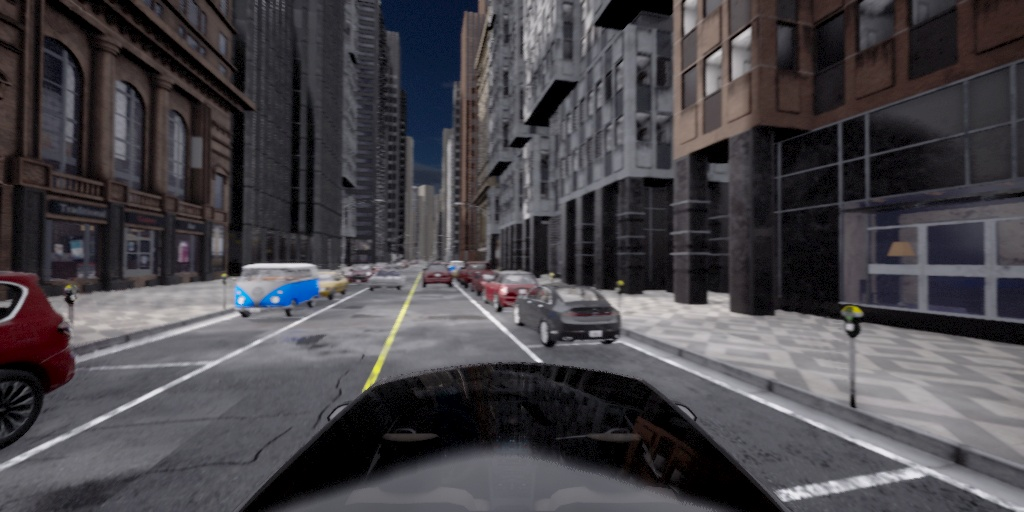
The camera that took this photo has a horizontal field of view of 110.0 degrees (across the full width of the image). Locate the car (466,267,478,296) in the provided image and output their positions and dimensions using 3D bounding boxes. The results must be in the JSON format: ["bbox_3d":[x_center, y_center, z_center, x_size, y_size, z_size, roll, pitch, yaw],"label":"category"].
[{"bbox_3d":[-1.343,1.520,20.443,1.802,1.307,4.207,0,0,-13],"label":"car"}]

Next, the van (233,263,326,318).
[{"bbox_3d":[-8.351,1.153,13.021,1.690,1.789,3.998,0,0,-13],"label":"van"}]

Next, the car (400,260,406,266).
[{"bbox_3d":[-19.922,1.818,62.089,2.007,1.370,4.403,0,0,-13],"label":"car"}]

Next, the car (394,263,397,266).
[{"bbox_3d":[-16.065,1.696,45.733,1.802,1.307,4.207,0,0,-13],"label":"car"}]

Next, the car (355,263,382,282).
[{"bbox_3d":[-12.209,1.402,29.378,1.967,1.591,4.097,0,0,-13],"label":"car"}]

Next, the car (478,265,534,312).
[{"bbox_3d":[-0.057,1.329,14.991,1.967,1.591,4.097,0,0,-13],"label":"car"}]

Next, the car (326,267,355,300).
[{"bbox_3d":[-9.598,1.387,18.308,1.751,1.417,4.829,0,0,-13],"label":"car"}]

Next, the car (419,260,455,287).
[{"bbox_3d":[-5.602,1.330,26.832,2.097,1.767,4.553,1,-1,-13],"label":"car"}]

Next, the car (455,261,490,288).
[{"bbox_3d":[-2.629,1.303,25.895,2.192,1.841,5.009,0,0,-13],"label":"car"}]

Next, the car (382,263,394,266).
[{"bbox_3d":[-14.780,1.503,40.282,1.967,1.591,4.097,0,0,-13],"label":"car"}]

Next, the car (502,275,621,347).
[{"bbox_3d":[1.228,1.390,9.538,2.007,1.370,4.403,0,0,-13],"label":"car"}]

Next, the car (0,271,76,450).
[{"bbox_3d":[-5.780,1.030,2.118,2.192,1.841,5.009,0,0,-13],"label":"car"}]

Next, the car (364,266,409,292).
[{"bbox_3d":[-8.003,1.525,23.243,1.895,1.301,4.718,1,-1,-13],"label":"car"}]

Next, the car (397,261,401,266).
[{"bbox_3d":[-17.351,1.730,51.185,1.948,1.339,4.313,0,0,-13],"label":"car"}]
